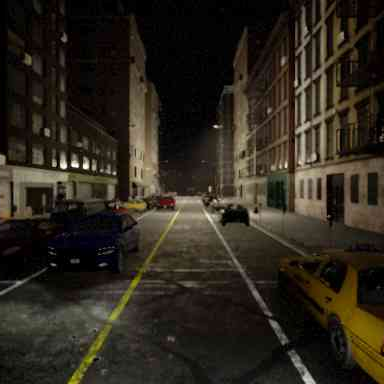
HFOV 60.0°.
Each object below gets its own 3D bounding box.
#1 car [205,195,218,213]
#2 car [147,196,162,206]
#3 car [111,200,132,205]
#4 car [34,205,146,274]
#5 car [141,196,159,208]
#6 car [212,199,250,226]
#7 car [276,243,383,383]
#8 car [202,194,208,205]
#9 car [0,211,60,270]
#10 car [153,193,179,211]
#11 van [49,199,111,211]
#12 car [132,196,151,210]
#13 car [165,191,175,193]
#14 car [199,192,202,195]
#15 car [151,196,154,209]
[{"bbox_3d":[2.625,1.318,32.322,2.008,1.369,4.403,0,0,0],"label":"car"},{"bbox_3d":[-5.406,1.233,48.565,1.802,1.307,4.206,0,0,0],"label":"car"},{"bbox_3d":[-5.396,1.287,21.502,1.967,1.590,4.097,0,0,0],"label":"car"},{"bbox_3d":[-2.838,1.403,10.565,1.882,1.535,5.008,0,0,0],"label":"car"},{"bbox_3d":[-5.404,1.217,42.982,1.752,1.417,4.829,0,0,0],"label":"car"},{"bbox_3d":[2.630,1.397,21.497,2.008,1.369,4.403,0,0,0],"label":"car"},{"bbox_3d":[2.636,1.486,5.429,1.752,1.417,4.829,0,0,0],"label":"car"},{"bbox_3d":[2.621,1.255,43.146,1.947,1.339,4.313,0,0,0],"label":"car"},{"bbox_3d":[-5.391,1.506,10.678,1.802,1.307,4.206,0,0,0],"label":"car"},{"bbox_3d":[-2.765,1.221,36.438,1.882,1.535,5.008,0,0,0],"label":"car"},{"bbox_3d":[-5.393,1.227,16.089,1.690,1.788,3.998,0,0,0],"label":"van"},{"bbox_3d":[-5.400,1.295,32.157,1.752,1.417,4.829,0,0,0],"label":"car"},{"bbox_3d":[-5.414,0.797,70.214,2.192,1.841,5.009,0,0,0],"label":"car"},{"bbox_3d":[2.615,1.090,59.555,1.752,1.417,4.829,0,0,0],"label":"car"},{"bbox_3d":[-5.402,1.295,37.740,1.947,1.339,4.313,0,0,0],"label":"car"}]
